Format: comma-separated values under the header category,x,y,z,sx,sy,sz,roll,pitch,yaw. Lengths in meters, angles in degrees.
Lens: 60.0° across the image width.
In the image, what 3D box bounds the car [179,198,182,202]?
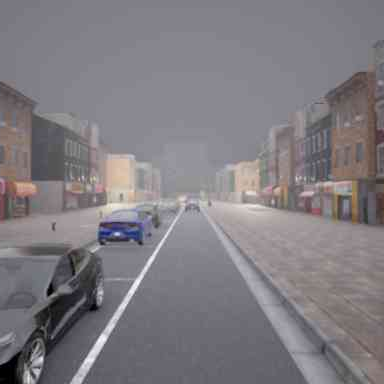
category,x,y,z,sx,sy,sz,roll,pitch,yaw
car,-2.652,1.802,43.669,1.887,1.381,4.507,0,0,0

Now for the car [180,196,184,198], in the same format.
category,x,y,z,sx,sy,sz,roll,pitch,yaw
car,-2.657,1.867,54.487,1.752,1.417,4.829,0,0,0

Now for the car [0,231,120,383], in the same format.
category,x,y,z,sx,sy,sz,roll,pitch,yaw
car,-2.633,1.589,5.212,1.947,1.339,4.313,1,0,0

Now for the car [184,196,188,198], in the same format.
category,x,y,z,sx,sy,sz,roll,pitch,yaw
car,-0.022,1.843,57.365,1.882,1.535,5.008,0,0,-1

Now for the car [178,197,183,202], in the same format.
category,x,y,z,sx,sy,sz,roll,pitch,yaw
car,-2.655,1.844,49.164,1.887,1.381,4.507,0,0,0

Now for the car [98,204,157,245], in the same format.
category,x,y,z,sx,sy,sz,roll,pitch,yaw
car,-3.022,1.554,15.922,1.882,1.535,5.008,0,0,0

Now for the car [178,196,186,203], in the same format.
category,x,y,z,sx,sy,sz,roll,pitch,yaw
car,-2.674,1.993,92.058,2.192,1.841,5.009,0,-1,0

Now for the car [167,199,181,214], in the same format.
category,x,y,z,sx,sy,sz,roll,pitch,yaw
car,-2.649,1.768,38.175,2.008,1.369,4.403,0,0,0

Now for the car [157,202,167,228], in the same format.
category,x,y,z,sx,sy,sz,roll,pitch,yaw
car,-3.030,1.620,22.923,1.837,1.490,4.892,0,0,0

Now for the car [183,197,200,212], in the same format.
category,x,y,z,sx,sy,sz,roll,pitch,yaw
car,0.063,1.782,43.490,1.812,1.442,4.674,0,0,0
